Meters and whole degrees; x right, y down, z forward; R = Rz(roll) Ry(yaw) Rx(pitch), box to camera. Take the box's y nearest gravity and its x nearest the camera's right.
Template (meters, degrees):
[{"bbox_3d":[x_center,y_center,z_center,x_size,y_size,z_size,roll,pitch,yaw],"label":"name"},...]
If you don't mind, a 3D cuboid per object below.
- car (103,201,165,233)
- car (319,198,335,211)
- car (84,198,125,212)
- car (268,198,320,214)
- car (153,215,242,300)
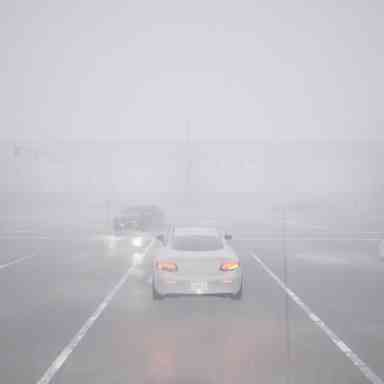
[{"bbox_3d":[-3.070,1.490,19.815,1.837,1.490,4.892,-1,0,14],"label":"car"},{"bbox_3d":[13.780,1.426,38.170,5.008,1.535,1.882,0,0,2],"label":"car"},{"bbox_3d":[-10.016,1.491,38.810,4.902,1.511,2.128,0,0,2],"label":"car"},{"bbox_3d":[10.432,1.565,34.760,4.718,1.301,1.895,0,0,2],"label":"car"},{"bbox_3d":[0.071,1.527,8.277,1.812,1.442,4.674,0,0,-1],"label":"car"}]
